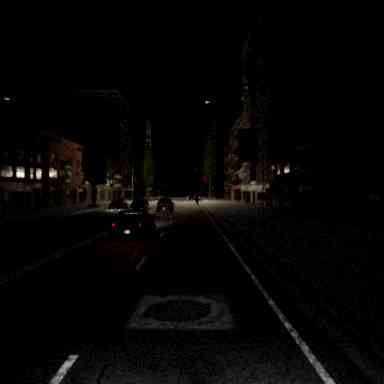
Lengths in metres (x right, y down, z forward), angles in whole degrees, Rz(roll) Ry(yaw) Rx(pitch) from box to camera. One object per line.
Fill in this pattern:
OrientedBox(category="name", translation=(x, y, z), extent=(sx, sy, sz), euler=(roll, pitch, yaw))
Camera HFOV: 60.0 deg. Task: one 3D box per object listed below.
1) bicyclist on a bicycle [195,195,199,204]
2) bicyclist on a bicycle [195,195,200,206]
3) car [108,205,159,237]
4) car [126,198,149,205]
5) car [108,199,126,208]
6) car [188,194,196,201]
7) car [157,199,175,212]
OrientedBox(category="bicyclist on a bicycle", translation=(0.910, 1.435, 63.498), extent=(0.659, 1.776, 1.843), euler=(0, 0, 0))
OrientedBox(category="bicyclist on a bicycle", translation=(0.912, 1.498, 54.969), extent=(0.866, 1.612, 1.509), euler=(0, 0, 0))
OrientedBox(category="car", translation=(-3.145, 1.633, 18.366), extent=(1.895, 1.301, 4.718), euler=(0, 0, 0))
OrientedBox(category="car", translation=(-6.571, 1.532, 41.887), extent=(1.882, 1.535, 5.008), euler=(0, 0, 0))
OrientedBox(category="car", translation=(-9.814, 1.604, 44.804), extent=(2.033, 1.411, 5.357), euler=(0, 0, 0))
OrientedBox(category="car", translation=(0.021, 1.545, 83.948), extent=(1.837, 1.490, 4.892), euler=(0, 0, 0))
OrientedBox(category="car", translation=(-3.138, 1.559, 39.824), extent=(1.837, 1.490, 4.892), euler=(0, 0, 0))
